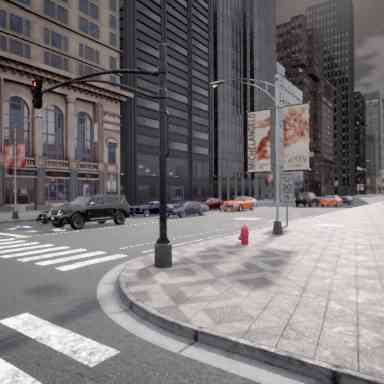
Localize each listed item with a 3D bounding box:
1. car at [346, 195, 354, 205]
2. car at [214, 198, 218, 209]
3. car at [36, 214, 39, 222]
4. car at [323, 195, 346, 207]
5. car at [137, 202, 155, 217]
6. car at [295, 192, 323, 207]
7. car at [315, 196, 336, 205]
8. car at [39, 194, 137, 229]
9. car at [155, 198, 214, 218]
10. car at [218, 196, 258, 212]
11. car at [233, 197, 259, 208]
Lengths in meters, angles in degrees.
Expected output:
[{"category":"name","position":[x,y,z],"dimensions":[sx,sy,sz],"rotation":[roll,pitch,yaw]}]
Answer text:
[{"category":"car","position":[25.299,1.330,54.727],"dimensions":[1.837,1.490,4.892],"rotation":[-1,0,35]},{"category":"car","position":[1.929,1.417,39.028],"dimensions":[1.882,1.535,5.008],"rotation":[-1,0,36]},{"category":"car","position":[-8.859,1.549,23.876],"dimensions":[1.994,1.385,4.181],"rotation":[-1,0,35]},{"category":"car","position":[19.914,1.187,47.162],"dimensions":[2.097,1.767,4.553],"rotation":[-1,0,36]},{"category":"car","position":[-3.786,1.564,31.008],"dimensions":[1.895,1.301,4.718],"rotation":[-1,0,35]},{"category":"car","position":[16.776,1.081,48.362],"dimensions":[2.150,2.045,5.566],"rotation":[-1,0,36]},{"category":"car","position":[22.869,1.396,56.918],"dimensions":[2.033,1.411,5.357],"rotation":[-1,0,35]},{"category":"car","position":[-6.503,1.185,21.587],"dimensions":[2.150,2.045,5.566],"rotation":[-1,0,35]},{"category":"car","position":[-0.558,1.484,29.938],"dimensions":[2.033,1.411,5.357],"rotation":[-1,0,35]},{"category":"car","position":[5.359,1.264,38.211],"dimensions":[2.097,1.767,4.553],"rotation":[-1,0,36]},{"category":"car","position":[7.705,1.444,47.082],"dimensions":[1.812,1.442,4.674],"rotation":[-1,0,36]}]
